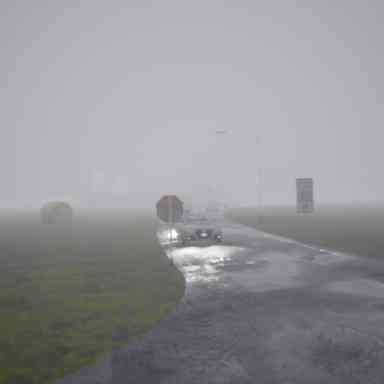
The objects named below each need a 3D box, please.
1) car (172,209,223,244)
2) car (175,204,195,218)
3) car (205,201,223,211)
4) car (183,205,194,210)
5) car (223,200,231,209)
[{"bbox_3d":[0.277,1.832,17.374,1.994,1.385,4.181,-2,-1,-8],"label":"car"},{"bbox_3d":[-0.741,2.202,39.791,1.994,1.385,4.181,-2,-1,4],"label":"car"},{"bbox_3d":[3.077,2.263,48.109,1.895,1.301,4.718,-2,-1,8],"label":"car"},{"bbox_3d":[-0.799,2.052,27.381,1.895,1.301,4.718,-2,-1,-3],"label":"car"},{"bbox_3d":[6.010,2.312,61.170,1.837,1.490,4.892,-2,-1,16],"label":"car"}]
